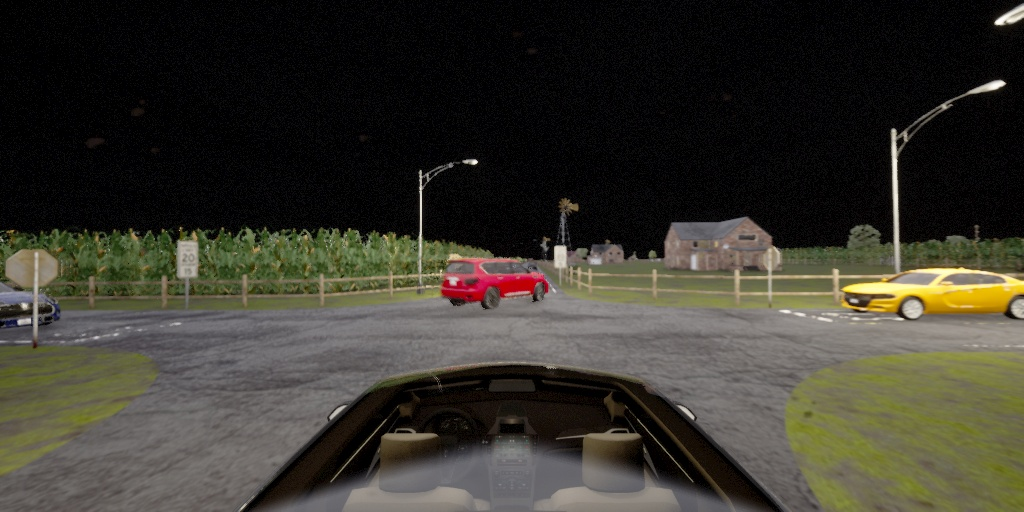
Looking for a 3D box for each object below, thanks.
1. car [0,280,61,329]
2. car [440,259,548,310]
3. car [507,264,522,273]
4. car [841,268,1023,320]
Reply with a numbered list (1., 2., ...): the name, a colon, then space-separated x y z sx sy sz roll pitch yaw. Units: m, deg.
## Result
1. car: -16.788 1.403 10.894 4.553 1.767 2.097 -1 -1 4
2. car: -0.619 1.131 15.985 2.150 2.045 5.566 0 0 39
3. car: 0.406 1.914 55.887 2.033 1.411 5.357 0 -1 3
4. car: 13.665 1.162 11.590 5.008 1.535 1.882 -1 -1 3
